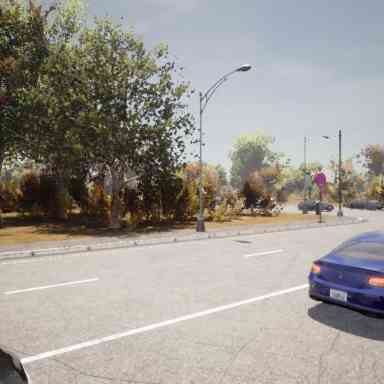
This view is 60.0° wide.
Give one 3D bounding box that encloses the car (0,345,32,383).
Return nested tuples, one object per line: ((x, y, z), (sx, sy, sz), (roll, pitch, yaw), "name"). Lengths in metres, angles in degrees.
((-3.324, 1.492, 1.375), (4.902, 1.511, 2.128), (0, 0, -35), "car")

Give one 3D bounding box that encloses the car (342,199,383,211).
((21.355, 1.547, 41.121), (2.033, 1.411, 5.357), (0, 0, -25), "car")

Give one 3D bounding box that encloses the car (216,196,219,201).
((3.987, 1.459, 56.270), (1.812, 1.442, 4.674), (0, 1, -32), "car")

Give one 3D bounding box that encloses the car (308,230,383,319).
((4.276, 1.526, 6.801), (4.674, 1.442, 1.812), (0, 0, -36), "car")

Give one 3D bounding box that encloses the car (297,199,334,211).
((14.616, 1.564, 39.447), (1.994, 1.385, 4.181), (0, 0, -32), "car")
